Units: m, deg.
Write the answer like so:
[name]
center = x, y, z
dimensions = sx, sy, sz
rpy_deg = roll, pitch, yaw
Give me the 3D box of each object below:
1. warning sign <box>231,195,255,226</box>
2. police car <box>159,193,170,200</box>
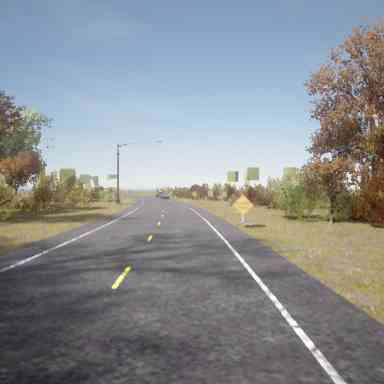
[warning sign]
center = 3.126, 1.095, 20.445
dimensions = 1.300, 1.860, 1.060
rpy_deg = 0, 0, -2
[police car]
center = -7.199, 1.353, 90.353
dimensions = 1.930, 1.638, 5.238
rpy_deg = 0, 0, -10
